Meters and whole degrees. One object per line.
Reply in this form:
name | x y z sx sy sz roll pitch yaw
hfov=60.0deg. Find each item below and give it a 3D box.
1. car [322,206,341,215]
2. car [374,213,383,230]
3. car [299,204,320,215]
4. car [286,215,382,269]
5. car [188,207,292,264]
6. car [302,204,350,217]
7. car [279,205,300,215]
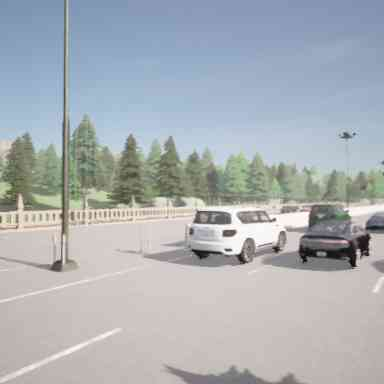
car | 22.913 3.050 54.525 1.994 1.385 4.181 -2 -2 37
car | 14.357 2.226 24.820 1.994 1.385 4.181 -2 -2 37
car | 20.057 2.913 56.551 2.097 1.767 4.553 -2 -2 37
car | 5.604 1.843 12.716 2.128 1.511 4.902 -2 -2 36
car | 2.073 1.625 13.820 2.150 2.045 5.566 -2 -2 36
car | 10.750 1.933 25.849 2.150 2.045 5.566 -2 -2 36
car | 17.160 3.138 58.502 1.837 1.490 4.892 -2 -2 37
